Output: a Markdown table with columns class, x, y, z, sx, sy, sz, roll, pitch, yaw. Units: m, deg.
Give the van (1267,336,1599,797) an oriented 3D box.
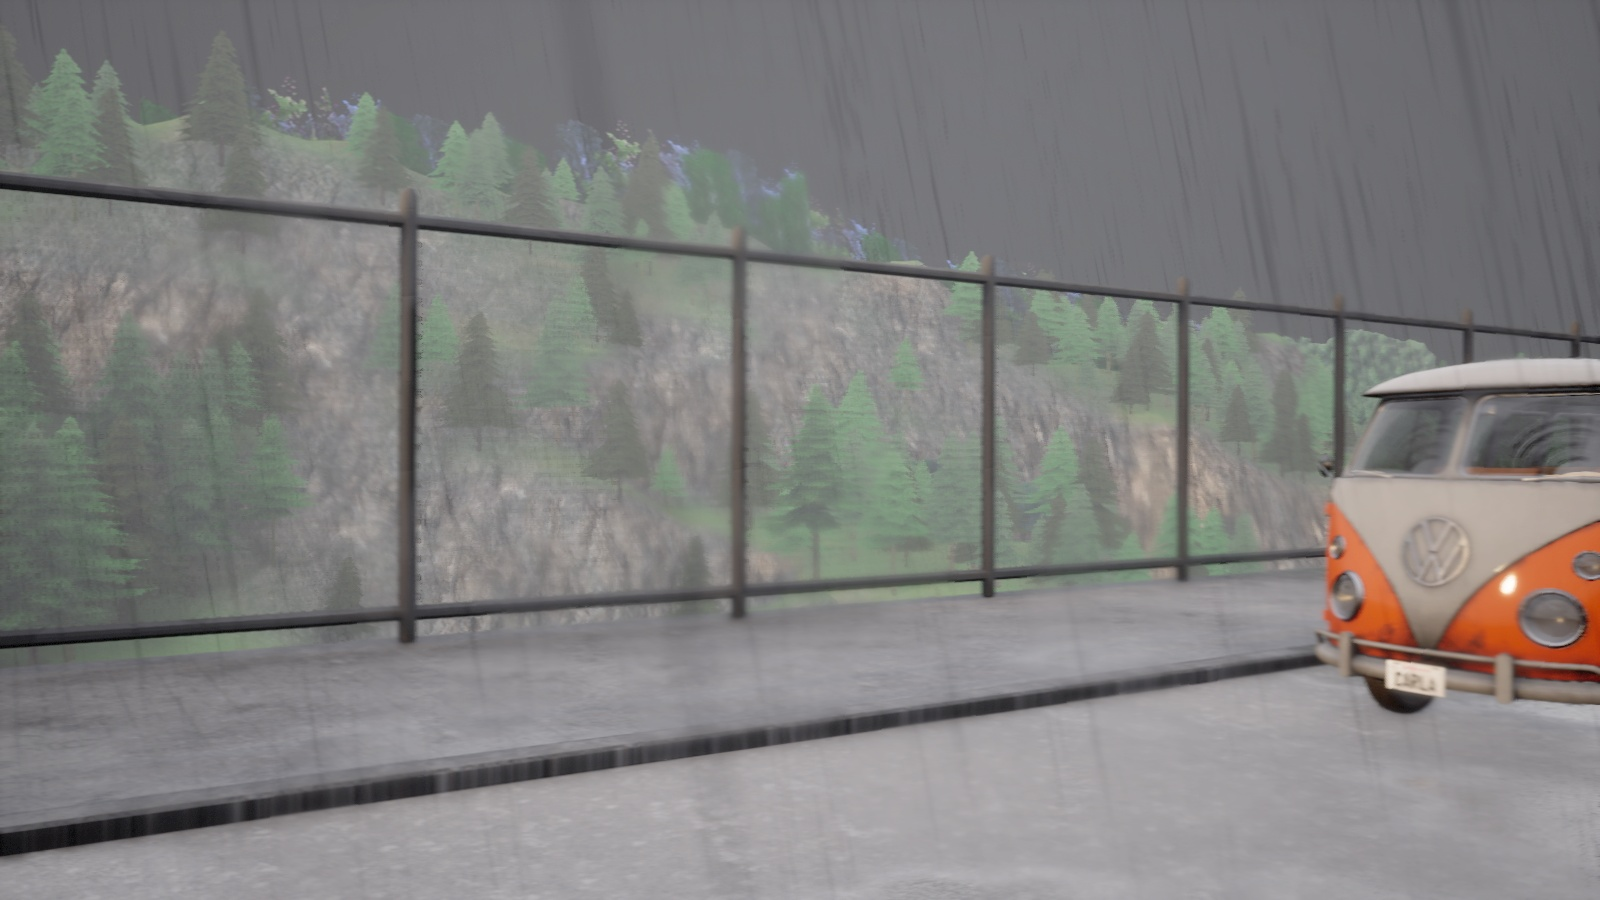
| class | x | y | z | sx | sy | sz | roll | pitch | yaw |
| --- | --- | --- | --- | --- | --- | --- | --- | --- | --- |
| van | 4.892 | 0.503 | 7.278 | 4.442 | 1.987 | 1.775 | 0 | 0 | -33 |
